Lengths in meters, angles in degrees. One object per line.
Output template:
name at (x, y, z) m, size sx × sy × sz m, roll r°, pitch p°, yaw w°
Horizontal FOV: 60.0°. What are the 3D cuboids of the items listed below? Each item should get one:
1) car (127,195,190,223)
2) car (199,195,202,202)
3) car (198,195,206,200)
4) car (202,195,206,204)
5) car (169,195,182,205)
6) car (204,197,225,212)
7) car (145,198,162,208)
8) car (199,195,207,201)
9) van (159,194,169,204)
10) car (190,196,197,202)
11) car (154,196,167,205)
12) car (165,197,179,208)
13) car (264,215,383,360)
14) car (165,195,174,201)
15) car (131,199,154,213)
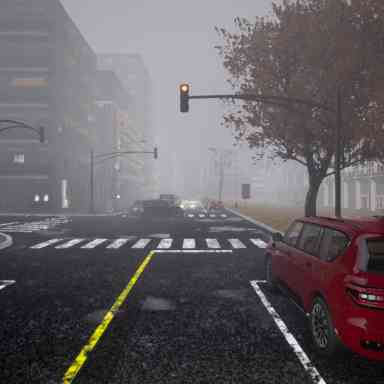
car at (-2.759, 1.357, 26.202) m, size 4.553 × 1.767 × 2.097 m, roll 0°, pitch 0°, yaw -45°
car at (2.787, 1.625, 65.979) m, size 1.802 × 1.307 × 4.206 m, roll 0°, pitch 0°, yaw 0°
car at (2.827, 1.638, 93.643) m, size 2.008 × 1.369 × 4.403 m, roll 0°, pitch 0°, yaw 0°
car at (2.762, 1.548, 49.552) m, size 1.752 × 1.417 × 4.829 m, roll 0°, pitch 0°, yaw 0°
car at (-2.981, 1.388, 60.242) m, size 2.097 × 1.767 × 4.553 m, roll 0°, pitch 0°, yaw 1°
car at (2.746, 1.557, 38.316) m, size 1.887 × 1.381 × 4.507 m, roll 0°, pitch 0°, yaw 0°
car at (-5.618, 1.573, 49.395) m, size 2.008 × 1.369 × 4.403 m, roll 0°, pitch 0°, yaw 0°
car at (2.819, 1.621, 88.111) m, size 1.887 × 1.381 × 4.507 m, roll 0°, pitch 0°, yaw 0°
van at (-5.594, 1.384, 65.993) m, size 1.690 × 1.788 × 3.998 m, roll 0°, pitch 0°, yaw 0°
car at (0.118, 1.587, 79.845) m, size 1.812 × 1.442 × 4.674 m, roll 0°, pitch 0°, yaw 0°
car at (-5.602, 1.476, 60.460) m, size 1.967 × 1.590 × 4.097 m, roll 0°, pitch 0°, yaw 0°
car at (-3.011, 1.528, 50.094) m, size 1.837 × 1.490 × 4.892 m, roll 0°, pitch 0°, yaw 0°
car at (2.700, 1.315, 5.928) m, size 2.192 × 1.841 × 5.009 m, roll 0°, pitch 0°, yaw 0°
car at (-5.570, 1.507, 82.591) m, size 1.967 × 1.590 × 4.097 m, roll 0°, pitch 0°, yaw 0°
car at (-5.634, 1.563, 38.329) m, size 2.008 × 1.369 × 4.403 m, roll 0°, pitch 0°, yaw 0°
